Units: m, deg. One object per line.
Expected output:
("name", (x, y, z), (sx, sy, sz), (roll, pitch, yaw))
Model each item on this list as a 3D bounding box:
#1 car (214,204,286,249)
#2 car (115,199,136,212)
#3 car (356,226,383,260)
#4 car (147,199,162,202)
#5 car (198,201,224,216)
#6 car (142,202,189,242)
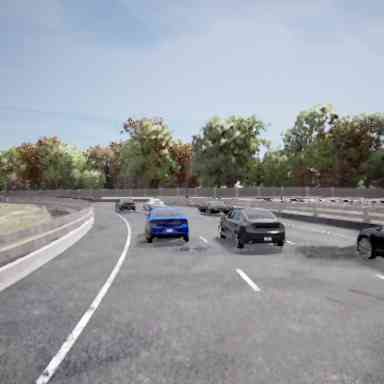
("car", (2.475, 1.482, 14.580), (1.837, 1.490, 4.892), (0, 0, -7))
("car", (-8.156, 1.584, 40.423), (1.837, 1.490, 4.892), (0, 0, -23))
("car", (6.580, 1.430, 9.304), (2.128, 1.511, 4.902), (0, 0, -5))
("car", (-4.756, 1.573, 41.347), (1.812, 1.442, 4.674), (0, 0, -23))
("car", (2.055, 1.583, 32.877), (1.895, 1.301, 4.718), (-1, 0, -17))
("car", (-1.347, 1.491, 16.570), (1.882, 1.535, 5.008), (0, 0, -9))
